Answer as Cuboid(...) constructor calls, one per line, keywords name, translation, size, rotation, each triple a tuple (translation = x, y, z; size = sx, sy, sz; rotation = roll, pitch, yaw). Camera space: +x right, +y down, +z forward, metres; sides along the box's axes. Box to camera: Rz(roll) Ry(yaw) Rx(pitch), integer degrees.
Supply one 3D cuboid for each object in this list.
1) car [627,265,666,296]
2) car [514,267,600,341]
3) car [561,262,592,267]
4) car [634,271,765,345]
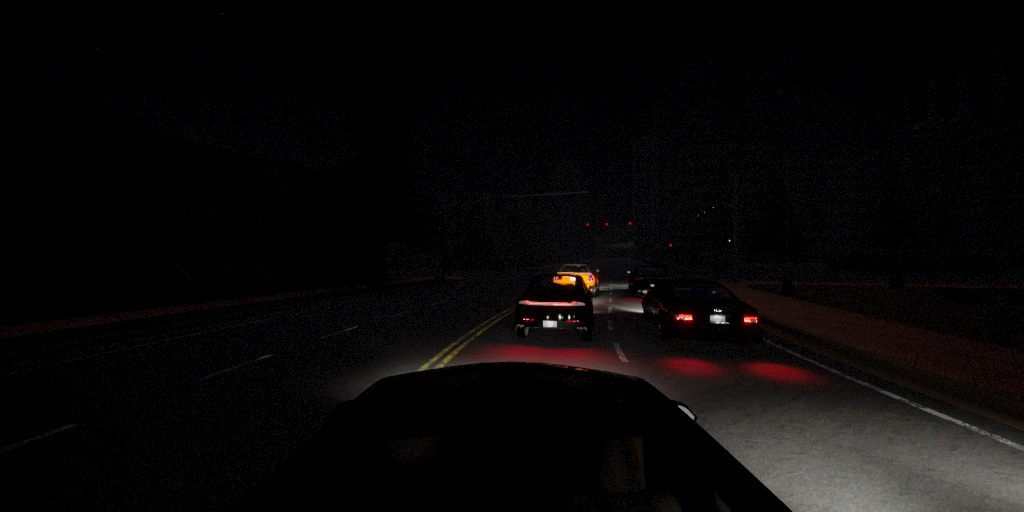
Cuboid(name="car", translation=(7.249, 1.228, 19.102), size=(1.882, 1.535, 5.008), rotation=(0, 0, 16))
Cuboid(name="car", translation=(1.319, 1.242, 10.040), size=(2.128, 1.511, 4.902), rotation=(0, 0, 12))
Cuboid(name="car", translation=(3.481, 1.102, 18.929), size=(2.097, 1.767, 4.553), rotation=(0, 0, 16))
Cuboid(name="car", translation=(4.692, 1.297, 9.613), size=(2.033, 1.411, 5.357), rotation=(0, 0, 13))
